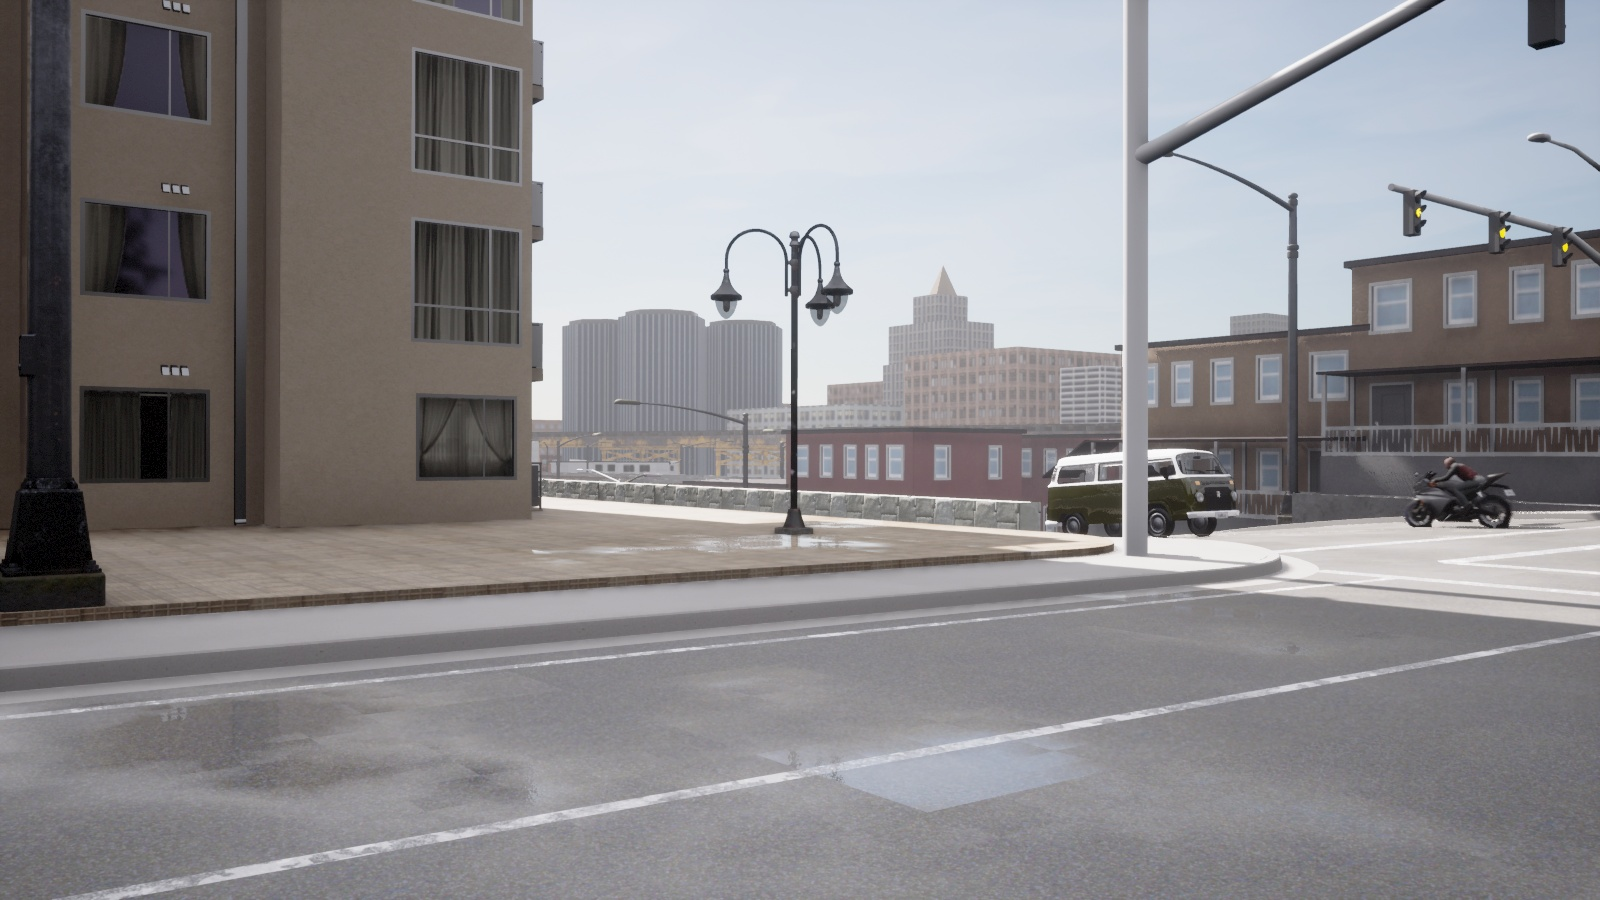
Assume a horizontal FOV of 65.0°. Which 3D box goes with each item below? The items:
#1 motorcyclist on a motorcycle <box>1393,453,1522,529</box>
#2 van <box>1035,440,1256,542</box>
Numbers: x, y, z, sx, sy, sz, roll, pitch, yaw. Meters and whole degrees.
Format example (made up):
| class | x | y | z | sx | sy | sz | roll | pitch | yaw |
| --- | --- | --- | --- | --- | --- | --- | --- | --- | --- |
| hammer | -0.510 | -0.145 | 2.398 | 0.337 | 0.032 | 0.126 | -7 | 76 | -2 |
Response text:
| class | x | y | z | sx | sy | sz | roll | pitch | yaw |
| --- | --- | --- | --- | --- | --- | --- | --- | --- | --- |
| motorcyclist on a motorcycle | 13.840 | 0.880 | 26.500 | 0.866 | 1.530 | 2.191 | 0 | -3 | -36 |
| van | 7.825 | 0.996 | 28.884 | 2.069 | 2.038 | 4.480 | 0 | -5 | -36 |
